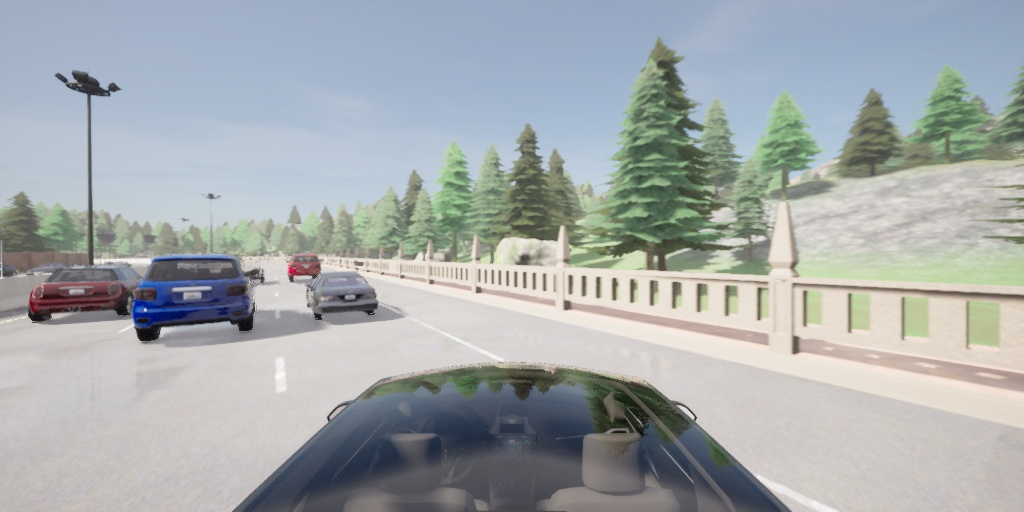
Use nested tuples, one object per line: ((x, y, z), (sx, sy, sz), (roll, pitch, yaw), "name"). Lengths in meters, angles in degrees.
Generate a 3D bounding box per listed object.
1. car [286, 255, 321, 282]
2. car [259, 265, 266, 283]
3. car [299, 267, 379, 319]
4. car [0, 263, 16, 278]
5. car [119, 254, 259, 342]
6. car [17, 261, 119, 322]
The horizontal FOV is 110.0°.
((-16.615, 0.906, 28.661), (2.150, 2.045, 5.566), (0, 0, -33), "car")
((-19.131, 1.313, 26.116), (1.895, 1.301, 4.718), (0, 0, -33), "car")
((-6.191, 1.268, 12.816), (2.033, 1.411, 5.357), (0, 0, -33), "car")
((-41.941, 1.317, 28.616), (1.837, 1.490, 4.892), (-1, 0, -33), "car")
((-8.659, 0.969, 10.216), (2.150, 2.045, 5.566), (-1, 1, -35), "car")
((-14.548, 1.114, 12.806), (2.097, 1.767, 4.553), (0, 0, -33), "car")
